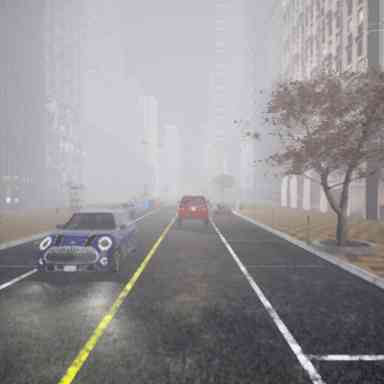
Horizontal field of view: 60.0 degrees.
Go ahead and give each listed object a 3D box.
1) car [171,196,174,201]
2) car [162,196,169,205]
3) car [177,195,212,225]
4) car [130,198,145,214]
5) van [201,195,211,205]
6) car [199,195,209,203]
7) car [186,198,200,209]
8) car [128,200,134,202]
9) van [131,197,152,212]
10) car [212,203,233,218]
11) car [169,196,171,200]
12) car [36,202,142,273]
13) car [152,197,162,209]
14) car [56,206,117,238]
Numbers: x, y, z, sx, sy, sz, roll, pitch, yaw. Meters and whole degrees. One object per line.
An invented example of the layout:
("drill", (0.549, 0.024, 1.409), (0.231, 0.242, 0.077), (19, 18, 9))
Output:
("car", (-5.716, 1.672, 86.191), (2.008, 1.369, 4.403), (-1, 0, 0))
("car", (-5.711, 1.616, 58.067), (2.008, 1.369, 4.403), (-1, 0, 0))
("car", (0.094, 1.237, 24.600), (2.150, 2.045, 5.566), (0, 0, 0))
("car", (-5.707, 1.569, 29.942), (1.887, 1.381, 4.507), (-1, 0, 0))
("van", (2.663, 1.416, 63.694), (1.690, 1.788, 3.998), (-1, 0, 0))
("car", (2.663, 1.537, 74.944), (1.967, 1.590, 4.097), (-1, 0, 0))
("car", (0.092, 1.548, 45.780), (1.837, 1.490, 4.892), (0, 0, 0))
("car", (-5.706, 1.543, 24.147), (1.752, 1.417, 4.829), (-1, 0, 0))
("van", (-5.711, 1.372, 35.566), (1.690, 1.788, 3.998), (-1, 0, 0))
("car", (2.674, 1.606, 29.944), (1.802, 1.307, 4.206), (-1, 0, 0))
("car", (-5.713, 1.626, 63.692), (2.008, 1.369, 4.403), (-1, 0, 0))
("car", (-3.089, 1.359, 10.693), (2.097, 1.767, 4.553), (0, 0, 0))
("car", (-5.710, 1.591, 46.816), (1.887, 1.381, 4.507), (-1, 0, 0))
("car", (-5.705, 1.563, 18.691), (2.008, 1.369, 4.403), (-1, 0, 0))
